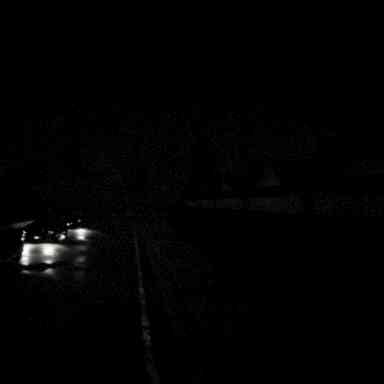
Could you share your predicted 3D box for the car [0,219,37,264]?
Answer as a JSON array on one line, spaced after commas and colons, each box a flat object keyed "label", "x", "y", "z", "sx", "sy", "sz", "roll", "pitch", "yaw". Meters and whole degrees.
[{"label": "car", "x": -7.180, "y": 1.834, "z": 11.165, "sx": 2.128, "sy": 1.511, "sz": 4.902, "roll": 2, "pitch": -2, "yaw": -10}]

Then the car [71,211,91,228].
[{"label": "car", "x": -10.591, "y": 2.477, "z": 30.572, "sx": 1.812, "sy": 1.442, "sz": 4.674, "roll": 2, "pitch": -2, "yaw": -9}]

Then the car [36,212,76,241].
[{"label": "car", "x": -8.966, "y": 2.191, "z": 20.806, "sx": 2.033, "sy": 1.411, "sz": 5.357, "roll": 2, "pitch": -2, "yaw": -10}]
